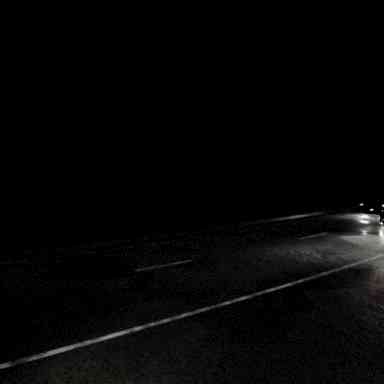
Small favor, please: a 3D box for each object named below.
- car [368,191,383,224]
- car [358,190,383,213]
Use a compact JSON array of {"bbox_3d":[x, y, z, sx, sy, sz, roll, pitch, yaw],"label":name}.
[{"bbox_3d":[10.991,0.778,16.120,4.902,1.511,2.128,-4,2,-35],"label":"car"},{"bbox_3d":[13.194,0.563,21.962,5.357,1.411,2.033,-4,2,-35],"label":"car"}]
